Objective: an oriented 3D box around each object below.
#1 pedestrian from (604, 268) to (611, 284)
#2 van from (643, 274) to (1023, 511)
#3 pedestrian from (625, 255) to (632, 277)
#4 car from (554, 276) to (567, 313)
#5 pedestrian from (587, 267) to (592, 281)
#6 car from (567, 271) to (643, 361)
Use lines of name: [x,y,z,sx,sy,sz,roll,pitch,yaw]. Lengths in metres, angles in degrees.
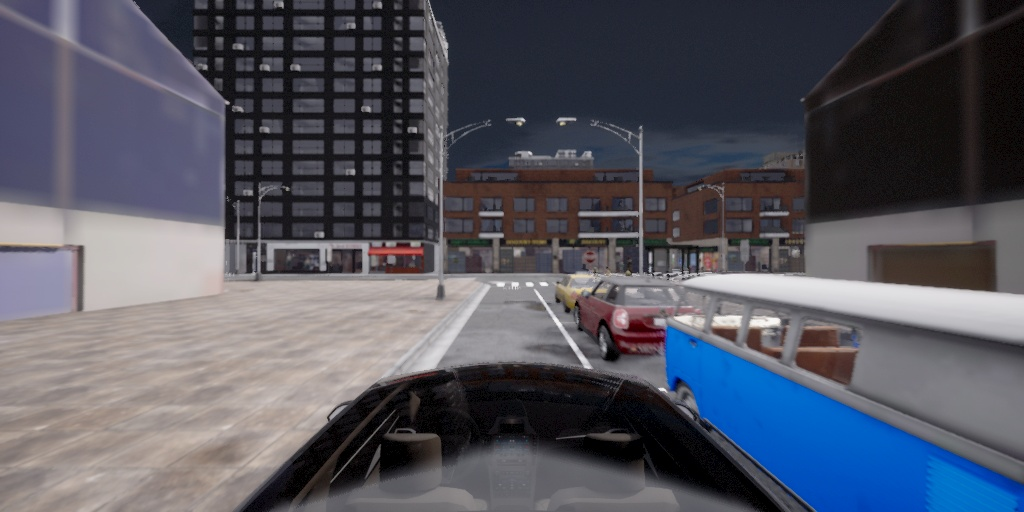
pedestrian: [6.349,1.274,23.591,0.500,1.100,0.500,0,0,0]
van: [2.637,1.091,2.823,1.690,1.789,3.998,0,0,0]
pedestrian: [7.919,0.901,24.194,0.375,1.860,0.375,0,0,0]
car: [2.634,1.275,13.869,1.751,1.417,4.829,0,0,0]
pedestrian: [5.365,1.267,24.791,0.500,1.100,0.500,0,0,0]
car: [2.636,1.189,8.261,1.967,1.591,4.097,0,0,0]
